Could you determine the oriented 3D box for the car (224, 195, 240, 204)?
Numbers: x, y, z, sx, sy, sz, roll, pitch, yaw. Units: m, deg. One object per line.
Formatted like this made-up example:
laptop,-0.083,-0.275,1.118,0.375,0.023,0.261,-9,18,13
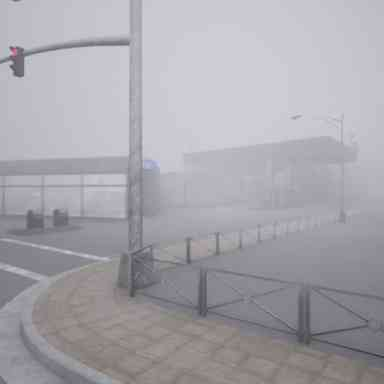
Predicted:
car,7.187,1.460,62.996,2.242,1.667,4.611,0,0,36
